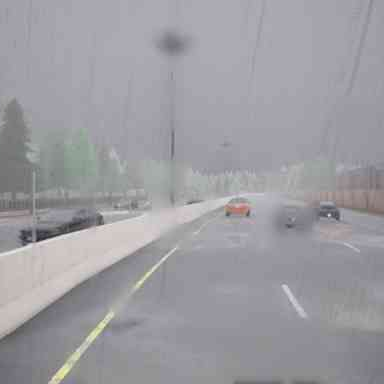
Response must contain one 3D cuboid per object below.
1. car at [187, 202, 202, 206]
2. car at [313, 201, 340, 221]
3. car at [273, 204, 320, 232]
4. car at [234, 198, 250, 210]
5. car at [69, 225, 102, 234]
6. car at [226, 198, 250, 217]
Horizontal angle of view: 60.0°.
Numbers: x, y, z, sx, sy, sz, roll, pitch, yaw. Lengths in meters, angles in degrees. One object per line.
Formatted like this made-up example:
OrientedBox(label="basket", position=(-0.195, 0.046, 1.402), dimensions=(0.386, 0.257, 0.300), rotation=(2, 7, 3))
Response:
OrientedBox(label="car", position=(0.454, 1.600, 50.263), dimensions=(1.895, 1.301, 4.718), rotation=(0, 0, 10))
OrientedBox(label="car", position=(10.893, 1.504, 27.731), dimensions=(1.837, 1.490, 4.892), rotation=(0, 0, 10))
OrientedBox(label="car", position=(5.998, 1.547, 20.172), dimensions=(2.033, 1.411, 5.357), rotation=(0, 0, 10))
OrientedBox(label="car", position=(6.633, 1.563, 44.085), dimensions=(1.994, 1.385, 4.181), rotation=(0, 0, 10))
OrientedBox(label="car", position=(-5.692, 1.477, 15.073), dimensions=(1.882, 1.535, 5.008), rotation=(0, 0, 9))
OrientedBox(label="car", position=(4.533, 1.353, 32.104), dimensions=(2.097, 1.767, 4.553), rotation=(0, 0, 11))
